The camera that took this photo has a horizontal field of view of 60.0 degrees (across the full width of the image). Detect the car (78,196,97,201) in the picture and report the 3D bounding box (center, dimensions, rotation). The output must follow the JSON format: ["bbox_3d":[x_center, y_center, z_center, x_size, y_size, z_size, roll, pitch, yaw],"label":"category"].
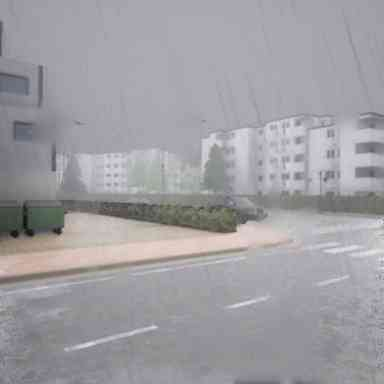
[{"bbox_3d":[-16.770,1.532,53.436,4.553,1.767,2.097,0,0,45],"label":"car"}]

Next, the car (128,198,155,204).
[{"bbox_3d":[-5.924,1.469,38.998,2.097,1.767,4.553,0,0,-36],"label":"car"}]

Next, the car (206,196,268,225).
[{"bbox_3d":[3.368,1.336,26.037,2.150,2.045,5.566,0,0,-36],"label":"car"}]
